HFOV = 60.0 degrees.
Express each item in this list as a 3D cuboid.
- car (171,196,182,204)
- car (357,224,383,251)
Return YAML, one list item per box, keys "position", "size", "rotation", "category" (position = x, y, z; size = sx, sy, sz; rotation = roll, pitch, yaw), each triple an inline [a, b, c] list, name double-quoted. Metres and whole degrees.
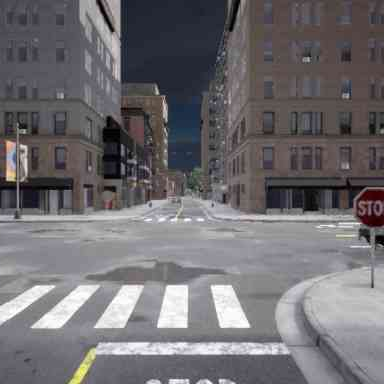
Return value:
- position: [-3.197, 1.622, 68.980]
  size: [2.128, 1.511, 4.902]
  rotation: [0, 0, -2]
  category: "car"
- position: [8.592, 1.496, 11.978]
  size: [4.902, 1.511, 2.128]
  rotation: [0, 0, 0]
  category: "car"
